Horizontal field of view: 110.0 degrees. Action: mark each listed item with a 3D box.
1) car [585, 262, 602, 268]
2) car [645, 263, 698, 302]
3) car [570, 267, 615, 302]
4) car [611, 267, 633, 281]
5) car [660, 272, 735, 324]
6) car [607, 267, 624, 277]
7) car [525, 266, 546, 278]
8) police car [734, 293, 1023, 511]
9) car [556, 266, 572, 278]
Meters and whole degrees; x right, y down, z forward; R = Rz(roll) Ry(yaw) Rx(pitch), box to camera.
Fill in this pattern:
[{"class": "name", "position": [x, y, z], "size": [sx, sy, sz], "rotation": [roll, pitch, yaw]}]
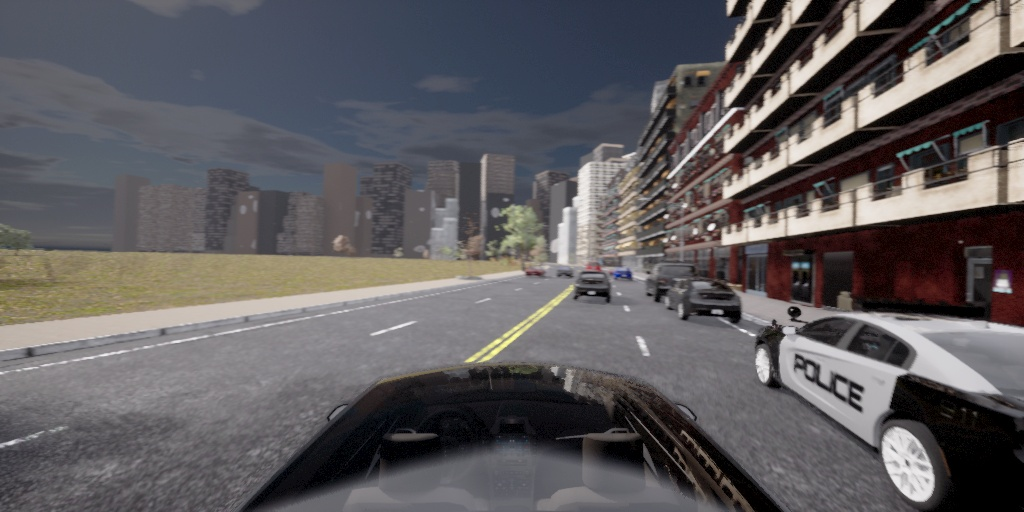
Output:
[{"class": "car", "position": [11.628, 1.851, 51.341], "size": [2.150, 2.045, 5.566], "rotation": [2, -1, 11]}, {"class": "car", "position": [8.760, 1.426, 19.829], "size": [2.150, 2.045, 5.566], "rotation": [2, -1, 14]}, {"class": "car", "position": [4.446, 1.575, 19.656], "size": [1.837, 1.490, 4.892], "rotation": [2, -1, 14]}, {"class": "car", "position": [12.921, 2.043, 41.940], "size": [1.882, 1.535, 5.008], "rotation": [2, -1, 12]}, {"class": "car", "position": [7.249, 1.599, 13.932], "size": [1.837, 1.490, 4.892], "rotation": [2, -1, 15]}, {"class": "car", "position": [15.046, 2.345, 52.288], "size": [1.895, 1.301, 4.718], "rotation": [2, -1, 11]}, {"class": "car", "position": [2.737, 1.859, 41.653], "size": [1.895, 1.301, 4.718], "rotation": [2, -1, 12]}, {"class": "police car", "position": [4.673, 1.341, 4.296], "size": [1.930, 1.638, 5.238], "rotation": [2, -1, 15]}, {"class": "car", "position": [6.483, 1.939, 43.569], "size": [2.033, 1.411, 5.357], "rotation": [2, -1, 12]}]
